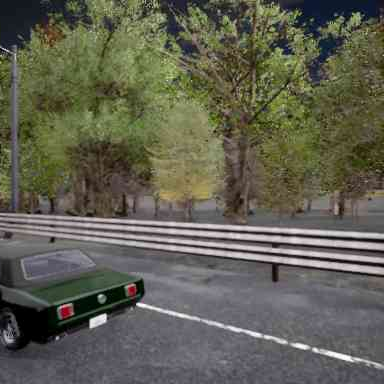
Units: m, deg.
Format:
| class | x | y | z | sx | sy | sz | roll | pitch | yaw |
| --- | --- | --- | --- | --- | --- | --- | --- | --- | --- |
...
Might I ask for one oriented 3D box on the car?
| class | x | y | z | sx | sy | sz | roll | pitch | yaw |
| --- | --- | --- | --- | --- | --- | --- | --- | --- | --- |
| car | -3.210 | 1.674 | 6.301 | 4.718 | 1.301 | 1.895 | -1 | 0 | 36 |
